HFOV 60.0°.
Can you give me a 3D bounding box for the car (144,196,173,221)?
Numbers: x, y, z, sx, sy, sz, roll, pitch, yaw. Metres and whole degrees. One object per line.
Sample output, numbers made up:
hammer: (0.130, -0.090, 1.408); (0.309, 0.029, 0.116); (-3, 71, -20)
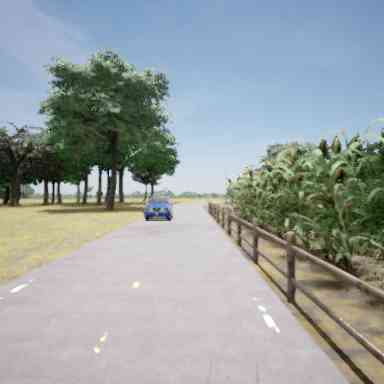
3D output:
car: (-2.869, 1.418, 29.656); (2.150, 2.045, 5.566); (0, 0, 0)
